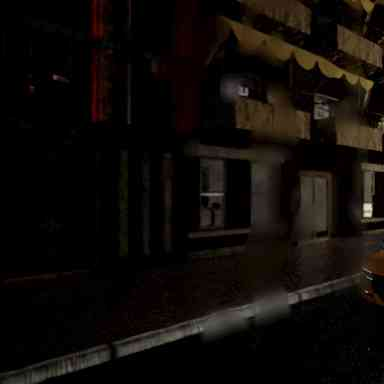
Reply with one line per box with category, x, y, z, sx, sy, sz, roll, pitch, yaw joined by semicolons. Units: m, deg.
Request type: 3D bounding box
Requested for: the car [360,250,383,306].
car;5.483;1.454;6.980;5.008;1.535;1.882;0;0;-35
